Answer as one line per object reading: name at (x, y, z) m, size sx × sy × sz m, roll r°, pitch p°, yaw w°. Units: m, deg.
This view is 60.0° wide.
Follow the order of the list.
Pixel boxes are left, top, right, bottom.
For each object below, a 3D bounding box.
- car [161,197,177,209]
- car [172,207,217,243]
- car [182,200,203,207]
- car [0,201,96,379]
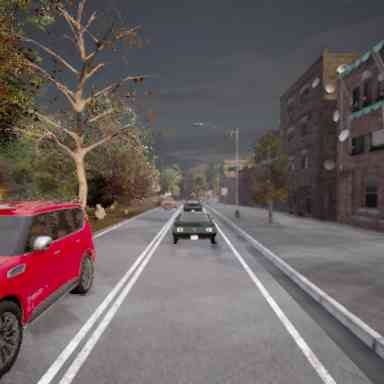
car at (-3.389, 1.525, 48.952) m, size 2.097 × 1.767 × 4.553 m, roll 0°, pitch -1°, yaw 0°
car at (0.101, 1.600, 16.048) m, size 1.895 × 1.301 × 4.718 m, roll 0°, pitch 0°, yaw 0°
car at (0.077, 1.540, 33.795) m, size 1.837 × 1.490 × 4.892 m, roll 0°, pitch 0°, yaw 0°
car at (-3.341, 1.222, 5.779) m, size 2.150 × 2.045 × 5.566 m, roll 0°, pitch 0°, yaw 0°
